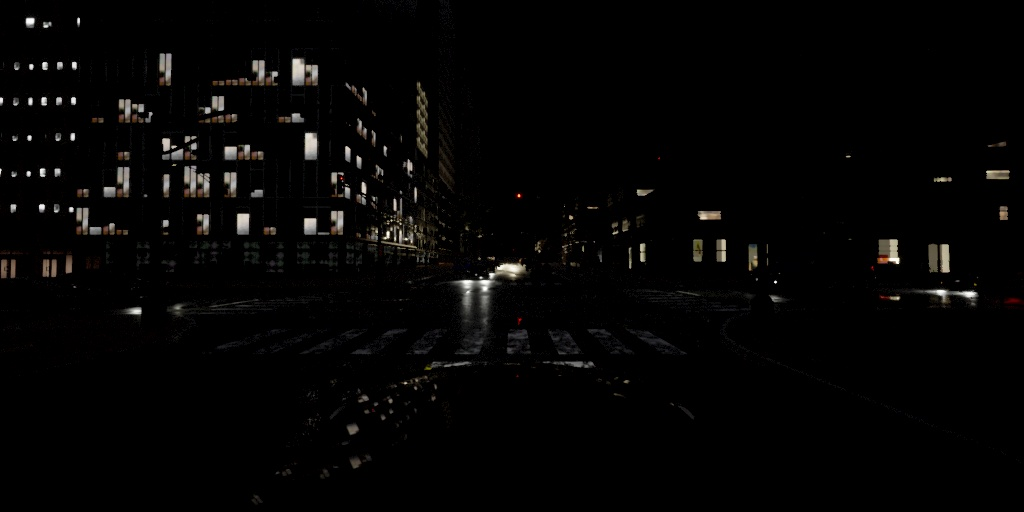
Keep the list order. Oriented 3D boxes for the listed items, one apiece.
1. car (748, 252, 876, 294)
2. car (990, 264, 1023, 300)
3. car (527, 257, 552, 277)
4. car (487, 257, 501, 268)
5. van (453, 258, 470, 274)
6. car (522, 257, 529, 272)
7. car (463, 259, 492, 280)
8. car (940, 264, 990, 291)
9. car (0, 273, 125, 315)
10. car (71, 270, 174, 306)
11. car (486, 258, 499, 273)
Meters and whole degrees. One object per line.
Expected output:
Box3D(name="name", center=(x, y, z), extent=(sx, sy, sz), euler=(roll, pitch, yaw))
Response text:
Box3D(name="car", center=(15.493, 0.842, 18.645), extent=(5.566, 2.045, 2.150), euler=(-1, -1, -1))
Box3D(name="car", center=(20.709, 0.994, 12.751), extent=(4.829, 1.417, 1.751), euler=(0, 0, 1))
Box3D(name="car", center=(2.751, 1.194, 34.988), extent=(1.967, 1.591, 4.097), euler=(0, 0, 0))
Box3D(name="car", center=(-2.945, 1.303, 62.119), extent=(2.033, 1.411, 5.357), euler=(0, 0, 1))
Box3D(name="van", center=(-5.619, 1.096, 40.639), extent=(1.690, 1.789, 3.998), euler=(0, 0, 0))
Box3D(name="car", center=(2.772, 1.070, 46.336), extent=(2.192, 1.841, 5.009), euler=(0, 0, 0))
Box3D(name="car", center=(-3.019, 1.280, 32.087), extent=(1.812, 1.442, 4.674), euler=(0, 0, -1))
Box3D(name="car", center=(25.012, 1.094, 18.495), extent=(4.181, 1.385, 1.994), euler=(-1, -1, 1))
Box3D(name="car", center=(-17.399, 1.412, 13.186), extent=(4.207, 1.307, 1.802), euler=(0, 0, 1))
Box3D(name="car", center=(-17.868, 1.359, 15.798), extent=(5.008, 1.535, 1.882), euler=(-1, -1, 1))
Box3D(name="car", center=(-3.020, 1.319, 43.279), extent=(1.994, 1.385, 4.181), euler=(0, 0, 0))
